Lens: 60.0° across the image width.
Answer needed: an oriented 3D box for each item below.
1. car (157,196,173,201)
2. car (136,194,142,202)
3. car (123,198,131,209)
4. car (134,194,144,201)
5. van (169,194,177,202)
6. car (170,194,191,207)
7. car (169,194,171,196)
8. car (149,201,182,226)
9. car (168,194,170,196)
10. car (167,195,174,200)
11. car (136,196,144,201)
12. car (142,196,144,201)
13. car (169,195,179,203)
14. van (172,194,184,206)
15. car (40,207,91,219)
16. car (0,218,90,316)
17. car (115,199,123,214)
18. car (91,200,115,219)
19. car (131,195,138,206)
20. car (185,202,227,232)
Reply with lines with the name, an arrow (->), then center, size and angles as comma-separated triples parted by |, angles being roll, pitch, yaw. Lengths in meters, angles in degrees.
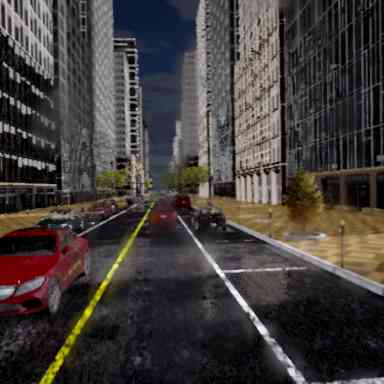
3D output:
car -> -3.625, 1.532, 40.483 | 1.812, 1.442, 4.674 | -1, 0, -5
car -> -12.227, 1.673, 69.893 | 2.008, 1.369, 4.403 | -2, 0, -5
car -> -10.065, 1.645, 47.091 | 1.752, 1.417, 4.829 | -2, 0, -5
car -> -13.842, 1.439, 86.867 | 2.192, 1.841, 5.009 | -2, 0, -5
van -> -4.428, 1.303, 76.341 | 1.690, 1.788, 3.998 | -2, 0, -5
car -> -1.210, 1.272, 42.392 | 2.192, 1.841, 5.009 | -2, 0, -5
car -> -1.746, 1.273, 48.051 | 2.192, 1.841, 5.009 | -2, 0, -5
car -> -2.035, 1.566, 23.657 | 1.994, 1.385, 4.181 | -1, 0, -5
car -> -2.815, 1.400, 59.367 | 1.967, 1.590, 4.097 | -2, 0, -5
car -> -6.030, 1.513, 93.317 | 2.008, 1.369, 4.403 | -2, 0, -5
car -> -14.372, 1.706, 92.526 | 1.802, 1.307, 4.206 | -2, 0, -5
car -> -13.302, 1.563, 81.209 | 1.967, 1.590, 4.097 | -2, 0, -5
car -> -3.889, 1.401, 70.684 | 1.967, 1.590, 4.097 | -2, 0, -5
van -> -2.282, 1.300, 53.709 | 1.690, 1.788, 3.998 | -2, 0, -5
car -> -7.399, 1.664, 18.968 | 2.008, 1.369, 4.403 | -2, 0, -5
car -> -3.620, 1.583, 7.685 | 1.812, 1.442, 4.674 | -1, 0, -5
car -> -9.011, 1.557, 35.943 | 1.967, 1.590, 4.097 | -2, 0, -5
car -> -8.471, 1.698, 30.285 | 1.802, 1.307, 4.206 | -2, 0, -5
car -> -11.154, 1.687, 58.577 | 1.947, 1.339, 4.313 | -2, 0, -5
car -> 0.943, 1.502, 19.759 | 2.008, 1.369, 4.403 | -2, 0, -5
